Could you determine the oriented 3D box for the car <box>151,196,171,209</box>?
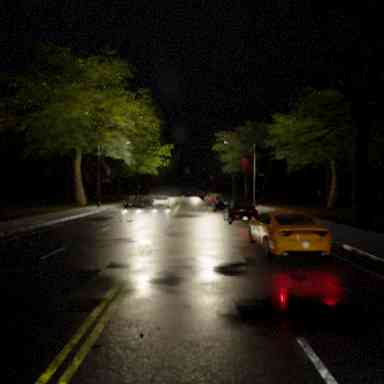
[{"bbox_3d":[-3.493,1.210,38.919,1.812,1.442,4.674,0,1,0],"label":"car"}]

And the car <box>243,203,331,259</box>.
[{"bbox_3d":[3.336,1.380,12.238,1.882,1.535,5.008,0,1,0],"label":"car"}]

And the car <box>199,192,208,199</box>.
[{"bbox_3d":[2.662,0.832,77.573,1.994,1.385,4.181,0,1,-1],"label":"car"}]

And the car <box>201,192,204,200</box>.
[{"bbox_3d":[2.948,0.974,55.743,1.801,1.575,5.366,0,1,-1],"label":"car"}]

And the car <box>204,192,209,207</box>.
[{"bbox_3d":[3.058,0.984,44.512,2.097,1.767,4.553,0,1,0],"label":"car"}]

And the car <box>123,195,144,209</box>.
[{"bbox_3d":[-6.742,1.192,38.797,1.837,1.490,4.892,0,0,0],"label":"car"}]

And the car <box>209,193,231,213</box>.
[{"bbox_3d":[3.142,1.085,33.502,2.097,1.767,4.553,0,0,0],"label":"car"}]

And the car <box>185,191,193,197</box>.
[{"bbox_3d":[-0.732,0.632,86.652,2.033,1.411,5.357,0,1,-1],"label":"car"}]

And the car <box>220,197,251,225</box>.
[{"bbox_3d":[3.201,1.326,22.523,1.837,1.490,4.892,0,0,0],"label":"car"}]

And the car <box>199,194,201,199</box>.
[{"bbox_3d":[2.818,0.829,66.563,2.033,1.649,4.856,0,1,-1],"label":"car"}]
